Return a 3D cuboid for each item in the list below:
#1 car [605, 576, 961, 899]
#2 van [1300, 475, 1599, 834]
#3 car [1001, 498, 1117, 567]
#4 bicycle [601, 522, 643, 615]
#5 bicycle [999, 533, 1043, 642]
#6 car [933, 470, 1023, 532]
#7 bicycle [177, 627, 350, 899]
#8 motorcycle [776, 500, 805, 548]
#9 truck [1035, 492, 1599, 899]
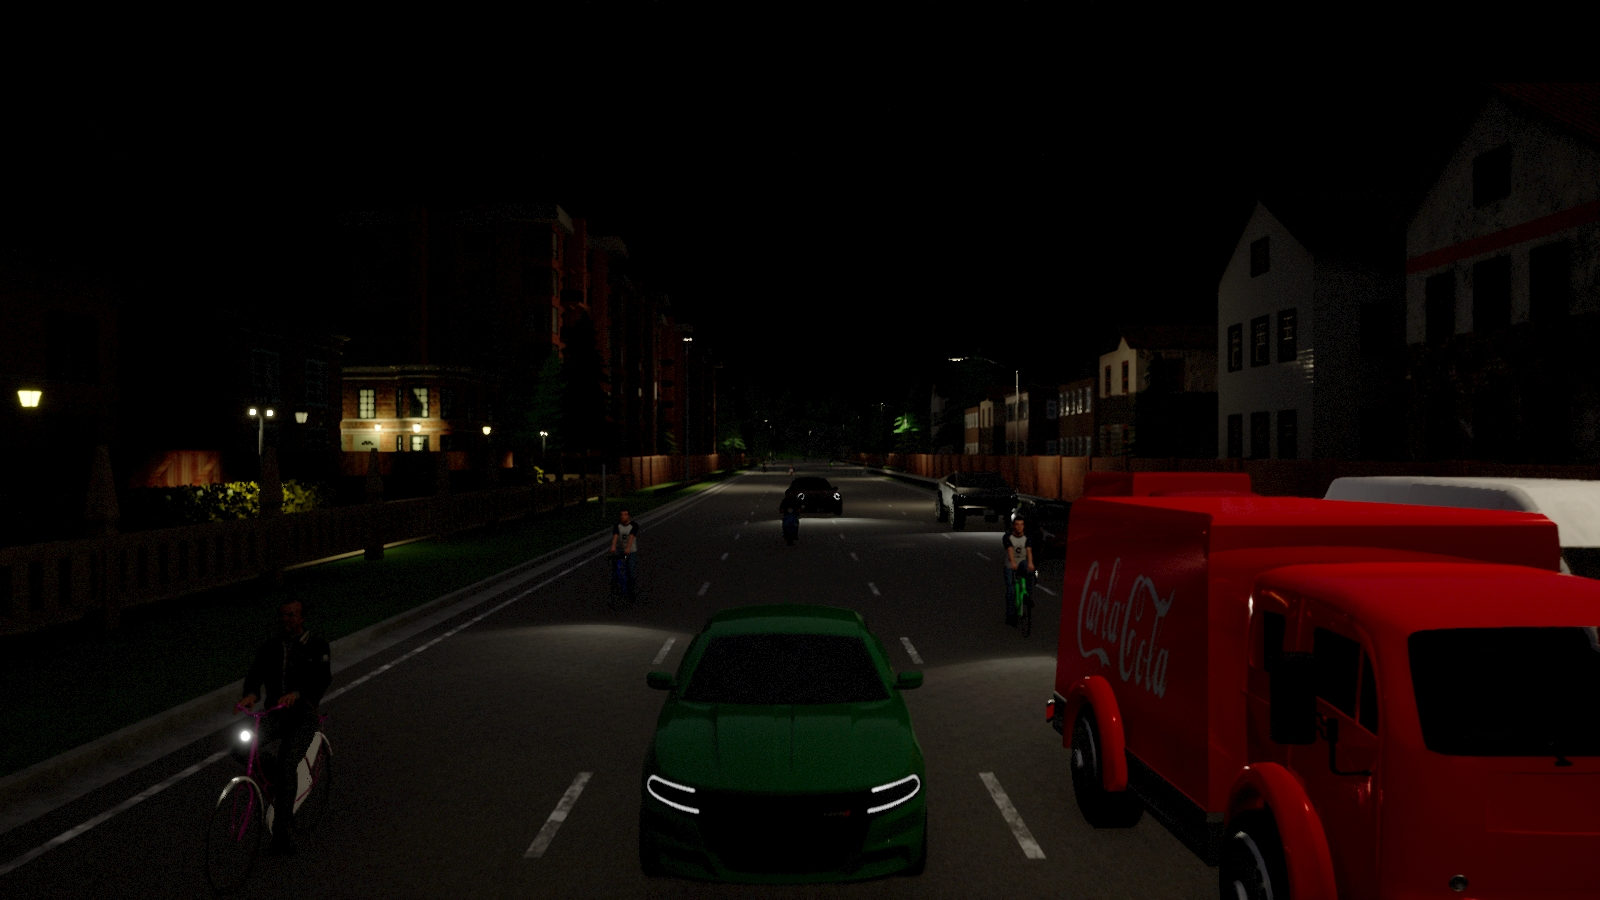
[{"bbox_3d":[-0.119,2.058,9.247,2.097,1.535,5.006,0,0,0],"label":"car"},{"bbox_3d":[6.875,1.562,10.419,1.988,2.561,5.915,0,0,0],"label":"van"},{"bbox_3d":[6.722,2.110,30.162,2.007,1.525,4.514,0,0,0],"label":"car"},{"bbox_3d":[-3.206,2.105,20.645,0.373,1.496,1.643,1,0,5],"label":"bicycle"},{"bbox_3d":[3.426,2.099,17.794,0.373,1.496,1.643,0,0,1],"label":"bicycle"},{"bbox_3d":[6.624,1.852,43.289,2.390,2.098,6.274,0,0,0],"label":"car"},{"bbox_3d":[-3.592,2.082,7.803,0.329,1.471,1.835,0,0,0],"label":"bicycle"},{"bbox_3d":[-0.291,2.221,34.555,0.856,1.316,1.805,0,0,0],"label":"motorcycle"},{"bbox_3d":[3.394,1.591,7.432,2.627,2.467,5.204,0,0,0],"label":"truck"}]
